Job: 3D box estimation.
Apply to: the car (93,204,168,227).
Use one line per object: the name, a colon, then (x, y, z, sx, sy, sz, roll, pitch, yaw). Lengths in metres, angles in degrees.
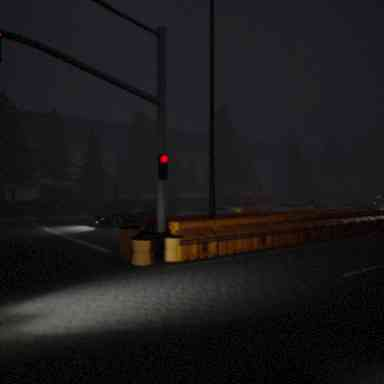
car: (-3.888, 1.540, 22.712, 5.357, 1.411, 2.033, 0, 0, -35)

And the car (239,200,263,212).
car: (4.109, 1.463, 28.419, 5.008, 1.535, 1.882, 0, 0, -35)

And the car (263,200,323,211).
car: (8.317, 1.509, 27.128, 4.674, 1.442, 1.812, 0, 0, -36)

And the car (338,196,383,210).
car: (16.661, 1.432, 33.088, 5.357, 1.411, 2.033, -2, 1, -35)

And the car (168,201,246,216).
car: (1.042, 1.516, 21.929, 4.674, 1.442, 1.812, 0, 0, -36)

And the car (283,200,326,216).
car: (11.420, 1.524, 33.646, 4.181, 1.385, 1.994, -1, 0, -35)

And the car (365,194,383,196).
car: (22.651, 0.984, 41.692, 5.357, 1.411, 2.033, -4, 3, -35)
